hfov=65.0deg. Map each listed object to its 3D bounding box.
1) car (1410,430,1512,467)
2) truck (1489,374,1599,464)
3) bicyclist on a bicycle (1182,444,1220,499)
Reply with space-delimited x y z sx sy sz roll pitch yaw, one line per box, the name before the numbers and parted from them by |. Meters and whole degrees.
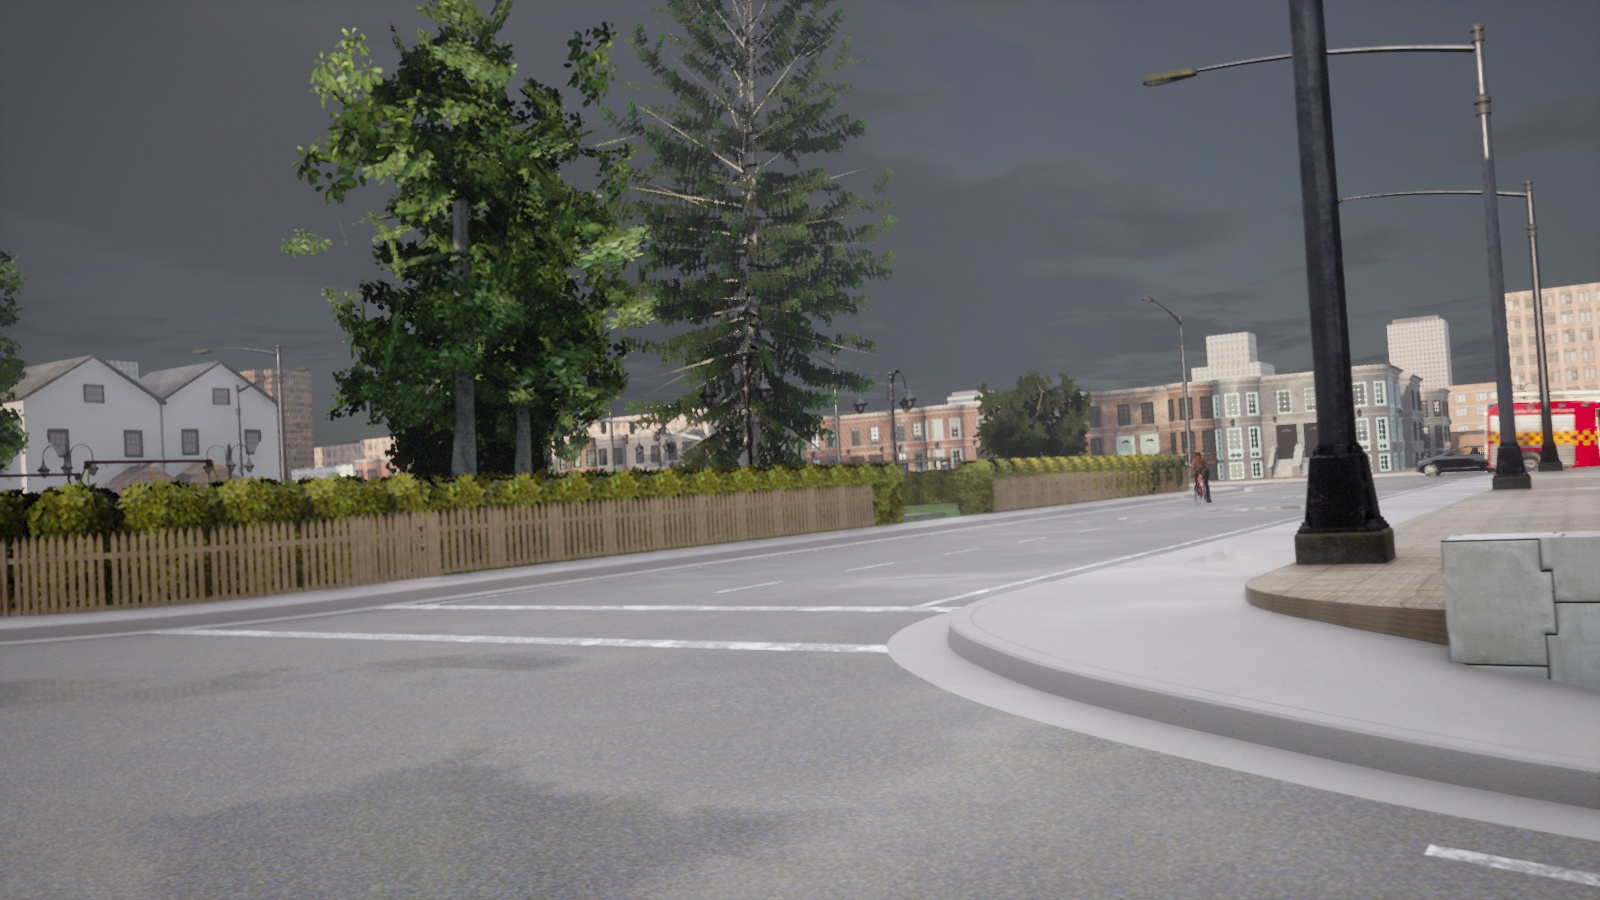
car | 32.494 -0.059 61.737 4.193 1.474 1.816 -4 -1 33
truck | 35.494 -1.387 55.643 8.468 3.827 2.891 -1 0 32
bicyclist on a bicycle | 12.402 0.649 38.816 0.582 1.620 1.656 -6 -2 33
